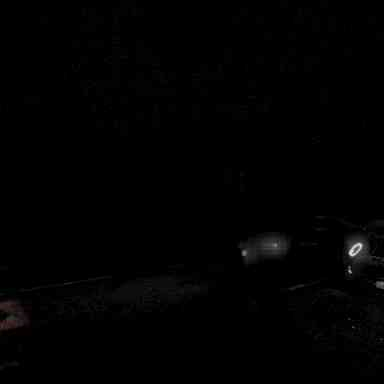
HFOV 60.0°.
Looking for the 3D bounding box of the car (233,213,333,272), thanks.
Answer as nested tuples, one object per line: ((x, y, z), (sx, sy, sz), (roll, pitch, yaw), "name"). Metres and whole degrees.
((3.500, 1.451, 10.782), (4.902, 1.511, 2.128), (-1, 0, -35), "car")

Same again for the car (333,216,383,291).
((5.753, 1.311, 8.087), (4.553, 1.767, 2.097), (0, 0, -35), "car")
